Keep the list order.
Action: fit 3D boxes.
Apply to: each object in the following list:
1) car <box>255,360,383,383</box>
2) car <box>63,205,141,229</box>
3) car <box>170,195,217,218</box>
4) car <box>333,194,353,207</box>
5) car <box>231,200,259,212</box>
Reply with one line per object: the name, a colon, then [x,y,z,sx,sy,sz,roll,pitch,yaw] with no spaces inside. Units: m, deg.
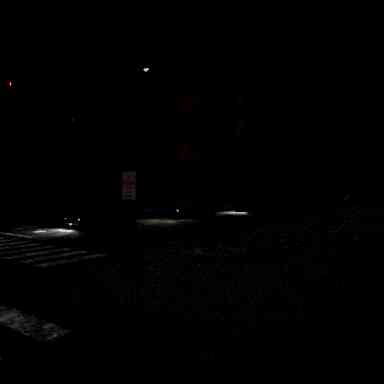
car: [2.143,1.551,1.314,4.403,1.369,2.008,0,0,36]
car: [-5.836,1.568,22.358,2.033,1.411,5.357,0,0,35]
car: [0.302,1.261,31.033,2.150,2.045,5.566,0,0,34]
car: [24.020,1.347,52.927,2.150,2.045,5.566,0,0,35]
car: [6.354,1.625,39.549,1.994,1.385,4.181,0,0,36]
